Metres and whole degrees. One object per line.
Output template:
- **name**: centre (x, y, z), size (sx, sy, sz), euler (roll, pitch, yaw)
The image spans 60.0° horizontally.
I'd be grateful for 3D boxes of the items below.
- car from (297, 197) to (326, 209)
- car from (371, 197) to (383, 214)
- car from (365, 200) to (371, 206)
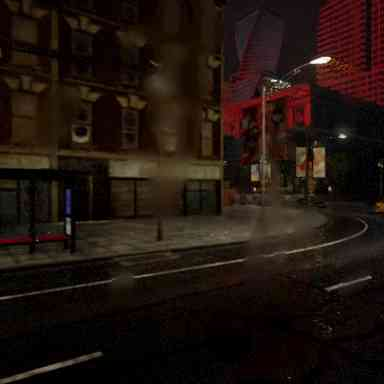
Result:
- **car**: centre (15.670, 1.474, 43.805), size (1.837, 1.490, 4.892), euler (1, 0, -11)
- **car**: centre (19.553, 1.473, 31.896), size (1.882, 1.535, 5.008), euler (0, 0, 5)
- **car**: centre (28.379, 1.508, 50.257), size (2.002, 1.452, 4.674), euler (0, 0, -15)
